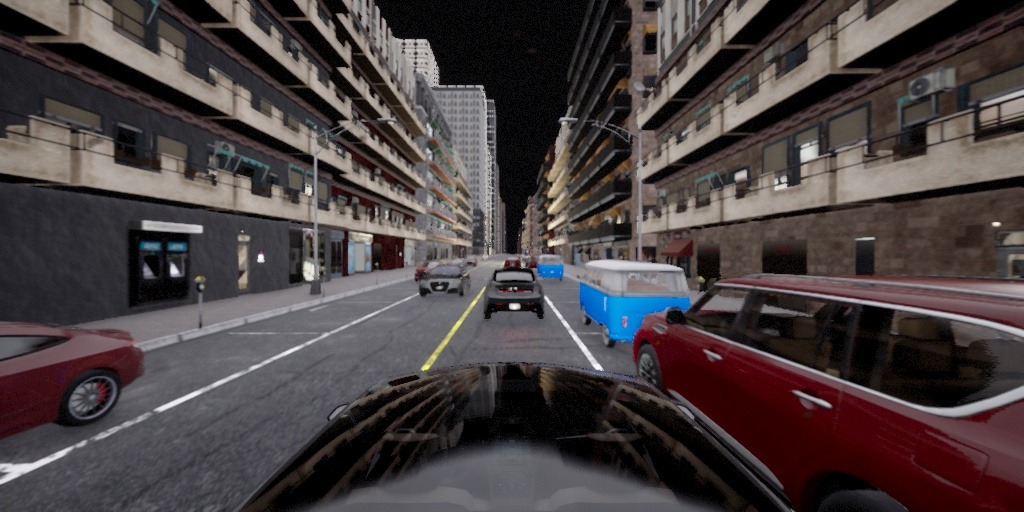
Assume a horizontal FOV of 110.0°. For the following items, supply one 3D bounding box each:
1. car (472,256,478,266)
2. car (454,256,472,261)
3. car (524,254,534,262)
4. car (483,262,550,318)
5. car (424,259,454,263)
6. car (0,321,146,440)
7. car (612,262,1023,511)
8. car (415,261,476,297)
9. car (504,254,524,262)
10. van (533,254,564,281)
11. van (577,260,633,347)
[{"bbox_3d":[-5.699,0.666,48.494,1.967,1.591,4.097,0,0,0],"label":"car"},{"bbox_3d":[-5.697,0.902,37.131,2.007,1.370,4.403,0,0,0],"label":"car"},{"bbox_3d":[2.684,0.666,37.134,2.192,1.841,5.009,0,0,0],"label":"car"},{"bbox_3d":[0.049,1.133,12.401,1.837,1.490,4.892,0,1,-1],"label":"car"},{"bbox_3d":[-5.694,1.024,25.766,1.888,1.381,4.507,0,0,0],"label":"car"},{"bbox_3d":[-5.690,1.317,3.039,1.802,1.307,4.207,0,0,0],"label":"car"},{"bbox_3d":[2.690,1.049,3.042,2.192,1.841,5.009,0,0,0],"label":"car"},{"bbox_3d":[-3.100,1.137,17.335,1.994,1.385,4.181,0,1,0],"label":"car"},{"bbox_3d":[0.092,0.773,42.209,1.882,1.535,5.008,0,1,0],"label":"car"},{"bbox_3d":[2.686,0.819,25.770,1.690,1.789,3.998,0,0,0],"label":"van"},{"bbox_3d":[2.689,1.011,8.724,1.690,1.789,3.998,0,0,0],"label":"van"}]
